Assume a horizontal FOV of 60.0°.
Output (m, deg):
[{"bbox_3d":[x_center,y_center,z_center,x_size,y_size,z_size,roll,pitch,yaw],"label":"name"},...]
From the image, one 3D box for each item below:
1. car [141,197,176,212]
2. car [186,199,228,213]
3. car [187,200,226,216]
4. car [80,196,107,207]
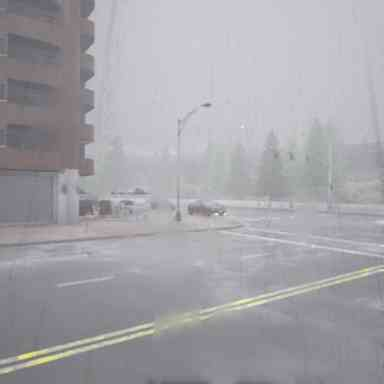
[{"bbox_3d":[-3.825,1.402,40.232,2.097,1.767,4.553,0,0,-37],"label":"car"},{"bbox_3d":[1.680,1.616,38.734,2.033,1.411,5.357,0,0,-34],"label":"car"},{"bbox_3d":[1.316,1.576,33.152,1.812,1.442,4.674,0,0,-35],"label":"car"},{"bbox_3d":[-14.162,1.387,50.499,4.553,1.767,2.097,0,0,27],"label":"car"}]
